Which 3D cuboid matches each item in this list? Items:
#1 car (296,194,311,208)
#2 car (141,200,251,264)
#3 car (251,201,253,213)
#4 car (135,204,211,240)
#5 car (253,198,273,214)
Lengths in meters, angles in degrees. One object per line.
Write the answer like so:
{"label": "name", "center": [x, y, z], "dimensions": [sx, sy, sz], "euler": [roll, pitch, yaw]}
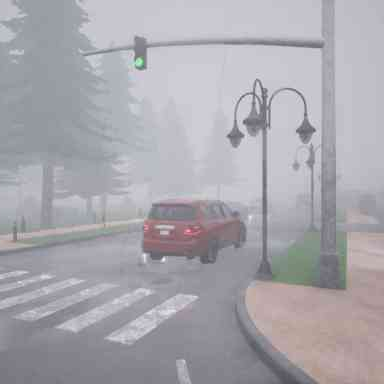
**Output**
{"label": "car", "center": [16.499, 1.304, 48.757], "dimensions": [2.150, 2.045, 5.566], "euler": [0, 0, 18]}
{"label": "car", "center": [0.313, 1.296, 12.209], "dimensions": [2.150, 2.045, 5.566], "euler": [0, 0, 25]}
{"label": "car", "center": [3.183, 1.521, 26.905], "dimensions": [1.882, 1.535, 5.008], "euler": [0, 0, 25]}
{"label": "car", "center": [-0.847, 1.520, 18.275], "dimensions": [2.128, 1.511, 4.902], "euler": [0, 0, 25]}
{"label": "car", "center": [7.409, 1.410, 36.055], "dimensions": [2.097, 1.767, 4.553], "euler": [0, 0, 24]}
